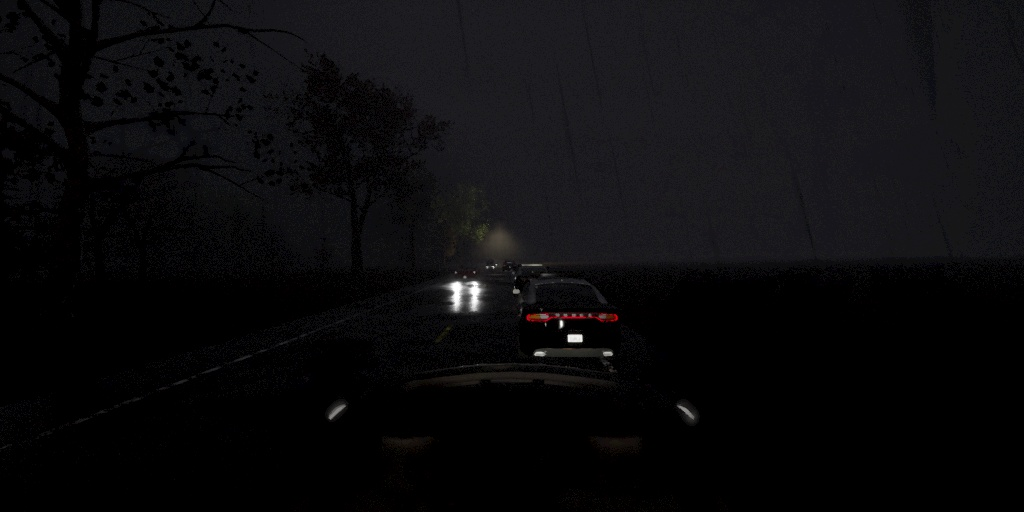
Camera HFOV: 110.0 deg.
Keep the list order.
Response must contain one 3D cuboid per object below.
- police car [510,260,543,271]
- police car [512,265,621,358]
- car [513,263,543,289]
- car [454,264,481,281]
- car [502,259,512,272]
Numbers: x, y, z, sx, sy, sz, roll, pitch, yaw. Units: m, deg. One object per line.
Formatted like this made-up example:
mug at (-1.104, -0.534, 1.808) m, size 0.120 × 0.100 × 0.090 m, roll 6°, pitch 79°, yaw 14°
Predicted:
police car at (1.025, 1.181, 18.601) m, size 1.930 × 1.638 × 5.238 m, roll 0°, pitch 0°, yaw 0°
police car at (1.054, 1.176, 8.592) m, size 1.930 × 1.638 × 5.238 m, roll 0°, pitch 0°, yaw 0°
car at (0.992, 1.264, 24.498) m, size 1.837 × 1.490 × 4.892 m, roll 0°, pitch 0°, yaw 0°
car at (-3.708, 1.365, 30.358) m, size 1.895 × 1.301 × 4.718 m, roll 0°, pitch 0°, yaw -1°
car at (-0.268, 1.345, 47.194) m, size 1.994 × 1.385 × 4.181 m, roll 0°, pitch 0°, yaw 0°
